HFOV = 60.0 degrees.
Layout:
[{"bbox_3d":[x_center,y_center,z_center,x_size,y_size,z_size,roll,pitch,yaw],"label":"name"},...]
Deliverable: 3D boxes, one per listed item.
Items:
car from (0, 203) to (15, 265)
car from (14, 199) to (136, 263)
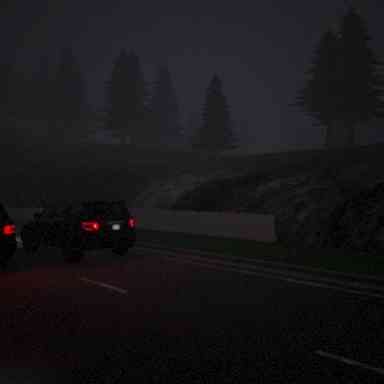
[{"bbox_3d":[-7.785,1.307,10.921,5.566,2.045,2.150,-1,-1,42],"label":"car"},{"bbox_3d":[-4.453,1.310,12.634,5.566,2.045,2.150,-2,-2,42],"label":"car"}]
